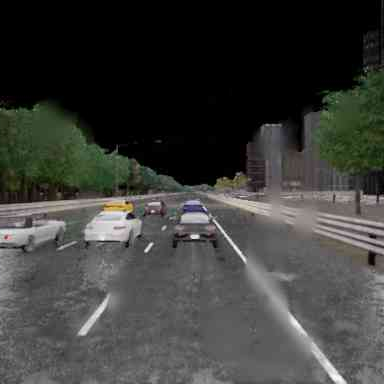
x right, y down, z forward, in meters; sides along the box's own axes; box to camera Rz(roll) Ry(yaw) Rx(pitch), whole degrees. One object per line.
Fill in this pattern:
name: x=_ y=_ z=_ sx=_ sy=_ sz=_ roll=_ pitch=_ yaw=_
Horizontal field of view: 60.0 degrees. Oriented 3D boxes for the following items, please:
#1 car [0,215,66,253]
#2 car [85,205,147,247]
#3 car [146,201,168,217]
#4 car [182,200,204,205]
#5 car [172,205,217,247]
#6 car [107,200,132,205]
car: x=-6.897 y=1.600 z=13.665 sx=1.895 sy=1.301 sz=4.718 roll=0 pitch=0 yaw=0
car: x=-3.397 y=1.525 z=14.935 sx=1.812 sy=1.442 sz=4.674 roll=0 pitch=0 yaw=0
car: x=-3.395 y=1.524 z=31.244 sx=1.812 sy=1.442 sz=4.674 roll=0 pitch=0 yaw=0
car: x=0.105 y=1.475 z=31.666 sx=1.882 sy=1.535 sz=5.008 roll=0 pitch=0 yaw=0
car: x=0.119 y=1.525 z=14.917 sx=1.812 sy=1.442 sz=4.674 roll=0 pitch=0 yaw=0
car: x=-6.894 y=1.476 z=31.638 sx=1.882 sy=1.535 sz=5.008 roll=0 pitch=0 yaw=0
